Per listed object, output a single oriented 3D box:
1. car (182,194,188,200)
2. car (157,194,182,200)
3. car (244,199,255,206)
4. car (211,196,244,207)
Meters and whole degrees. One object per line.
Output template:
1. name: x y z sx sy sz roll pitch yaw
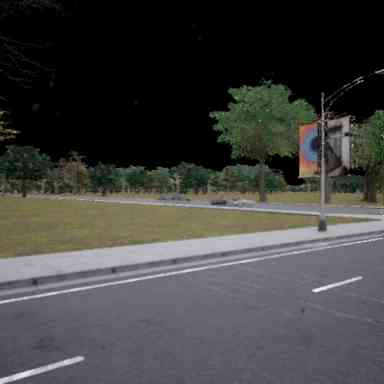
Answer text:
1. car: -2.140 1.096 64.283 1.837 1.490 4.892 0 0 -36
2. car: -4.767 1.133 62.370 2.033 1.411 5.357 0 0 -36
3. car: 7.384 1.518 51.074 1.895 1.301 4.718 0 0 -36
4. car: 4.828 1.406 49.052 2.128 1.511 4.902 0 0 -36
